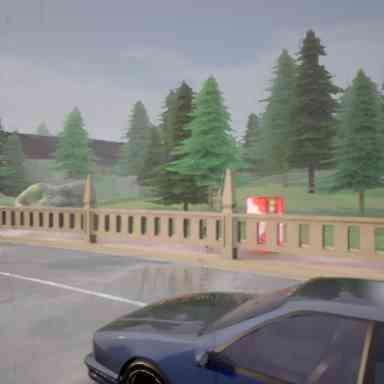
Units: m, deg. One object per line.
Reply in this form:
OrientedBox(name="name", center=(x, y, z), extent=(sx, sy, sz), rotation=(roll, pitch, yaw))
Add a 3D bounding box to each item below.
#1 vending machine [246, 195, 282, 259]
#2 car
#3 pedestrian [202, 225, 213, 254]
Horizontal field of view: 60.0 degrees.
OrientedBox(name="vending machine", center=(2.533, 1.154, 11.624), extent=(0.880, 2.100, 1.100), rotation=(0, 0, 33))
OrientedBox(name="car", center=(1.447, 1.533, 2.836), extent=(5.357, 1.411, 2.033), rotation=(0, 0, 35))
OrientedBox(name="pedestrian", center=(0.564, 1.109, 11.119), extent=(0.375, 1.860, 0.375), rotation=(0, 0, 32))
